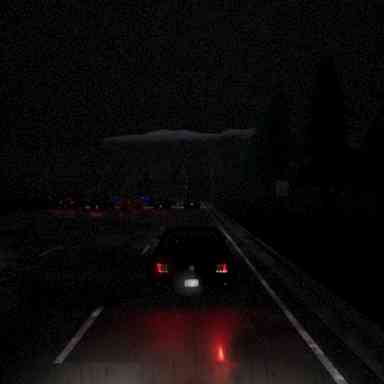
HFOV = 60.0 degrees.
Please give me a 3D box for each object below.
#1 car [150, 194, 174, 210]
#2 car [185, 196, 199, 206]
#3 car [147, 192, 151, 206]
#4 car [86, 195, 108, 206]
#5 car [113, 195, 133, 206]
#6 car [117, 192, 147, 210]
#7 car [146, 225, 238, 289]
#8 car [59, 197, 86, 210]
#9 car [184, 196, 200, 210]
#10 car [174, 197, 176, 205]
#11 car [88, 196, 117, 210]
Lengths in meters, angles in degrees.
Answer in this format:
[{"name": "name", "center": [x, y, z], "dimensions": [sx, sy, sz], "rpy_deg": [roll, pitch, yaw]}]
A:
[{"name": "car", "center": [-3.493, 1.290, 39.417], "dimensions": [1.837, 1.490, 4.892], "rpy_deg": [0, 1, 0]}, {"name": "car", "center": [0.017, 1.287, 50.382], "dimensions": [1.994, 1.385, 4.181], "rpy_deg": [0, 0, 0]}, {"name": "car", "center": [-6.992, 0.948, 49.630], "dimensions": [2.150, 2.045, 5.566], "rpy_deg": [0, 0, 0]}, {"name": "car", "center": [-13.995, 1.256, 49.239], "dimensions": [1.812, 1.442, 4.674], "rpy_deg": [0, 0, 0]}, {"name": "car", "center": [-10.485, 1.199, 50.785], "dimensions": [1.882, 1.535, 5.008], "rpy_deg": [0, 0, 0]}, {"name": "car", "center": [-6.996, 1.138, 39.022], "dimensions": [2.097, 1.767, 4.553], "rpy_deg": [0, 0, 0]}, {"name": "car", "center": [0.001, 1.551, 8.956], "dimensions": [1.895, 1.301, 4.718], "rpy_deg": [0, 0, 0]}, {"name": "car", "center": [-13.996, 1.312, 39.036], "dimensions": [1.812, 1.442, 4.674], "rpy_deg": [0, 0, 0]}, {"name": "car", "center": [0.008, 1.345, 39.837], "dimensions": [1.994, 1.385, 4.181], "rpy_deg": [0, 0, 0]}, {"name": "car", "center": [-3.479, 1.287, 50.390], "dimensions": [1.994, 1.385, 4.181], "rpy_deg": [0, 0, 0]}, {"name": "car", "center": [-10.493, 1.292, 39.144], "dimensions": [1.837, 1.490, 4.892], "rpy_deg": [0, 1, 0]}]
